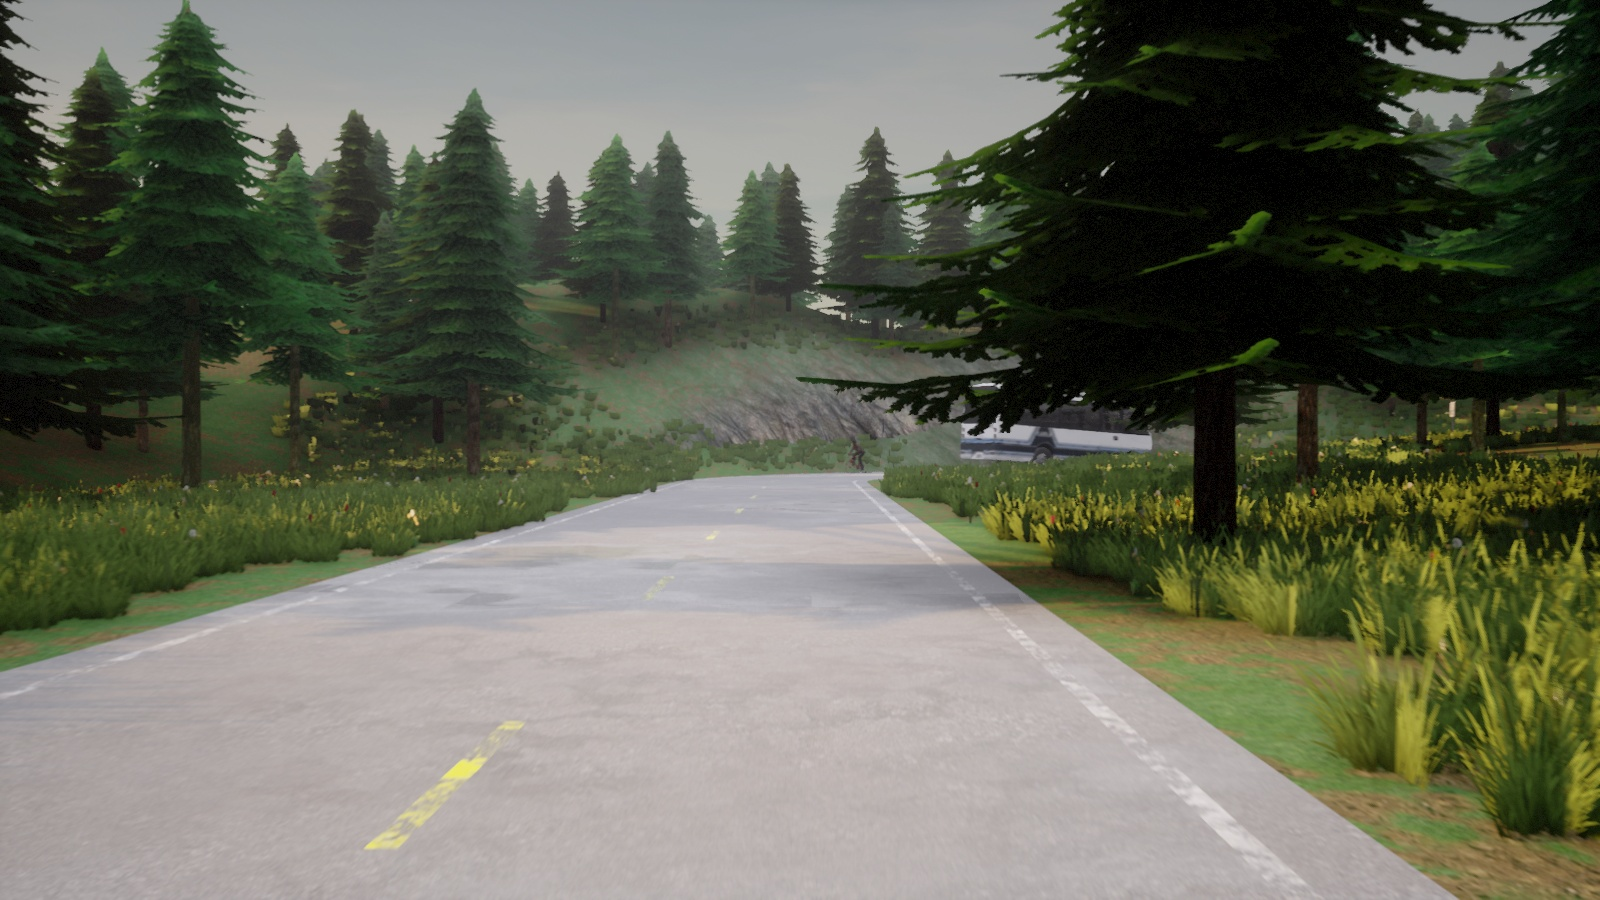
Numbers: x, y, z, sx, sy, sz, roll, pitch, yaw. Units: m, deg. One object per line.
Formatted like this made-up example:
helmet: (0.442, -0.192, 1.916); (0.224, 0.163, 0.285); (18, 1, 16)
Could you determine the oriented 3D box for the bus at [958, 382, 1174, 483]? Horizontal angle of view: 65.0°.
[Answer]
bus: (13.499, -0.801, 63.541); (10.273, 4.253, 3.944); (4, -1, -27)
